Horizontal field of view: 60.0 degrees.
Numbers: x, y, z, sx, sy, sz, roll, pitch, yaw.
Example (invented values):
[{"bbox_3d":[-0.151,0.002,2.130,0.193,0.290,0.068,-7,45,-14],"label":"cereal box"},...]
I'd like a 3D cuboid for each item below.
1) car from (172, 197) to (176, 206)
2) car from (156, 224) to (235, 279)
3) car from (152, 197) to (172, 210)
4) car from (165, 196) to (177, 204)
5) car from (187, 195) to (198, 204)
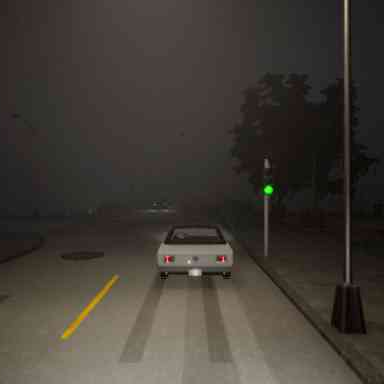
[{"bbox_3d":[-4.071,1.577,54.014,2.033,1.411,5.357,0,0,0],"label":"car"},{"bbox_3d":[0.087,1.606,10.045,1.895,1.301,4.718,0,0,0],"label":"car"},{"bbox_3d":[-4.095,1.529,44.316,1.837,1.490,4.892,0,0,0],"label":"car"},{"bbox_3d":[-3.998,1.583,64.355,2.033,1.411,5.357,0,0,0],"label":"car"},{"bbox_3d":[0.100,1.387,63.959,2.097,1.767,4.553,0,0,0],"label":"car"}]
